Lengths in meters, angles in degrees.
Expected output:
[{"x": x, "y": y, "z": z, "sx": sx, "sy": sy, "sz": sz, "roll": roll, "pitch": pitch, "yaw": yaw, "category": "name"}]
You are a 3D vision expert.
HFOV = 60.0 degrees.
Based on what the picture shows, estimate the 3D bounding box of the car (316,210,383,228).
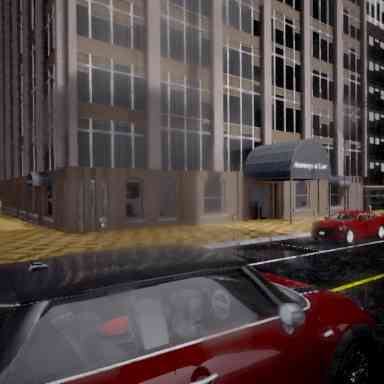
[{"x": 7.474, "y": 1.542, "z": 15.764, "sx": 4.507, "sy": 1.381, "sz": 1.887, "roll": 0, "pitch": -1, "yaw": -35, "category": "car"}]

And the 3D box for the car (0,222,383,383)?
[{"x": -0.071, "y": 1.351, "z": 3.384, "sx": 4.553, "sy": 1.767, "sz": 2.097, "roll": 0, "pitch": 0, "yaw": -36, "category": "car"}]
